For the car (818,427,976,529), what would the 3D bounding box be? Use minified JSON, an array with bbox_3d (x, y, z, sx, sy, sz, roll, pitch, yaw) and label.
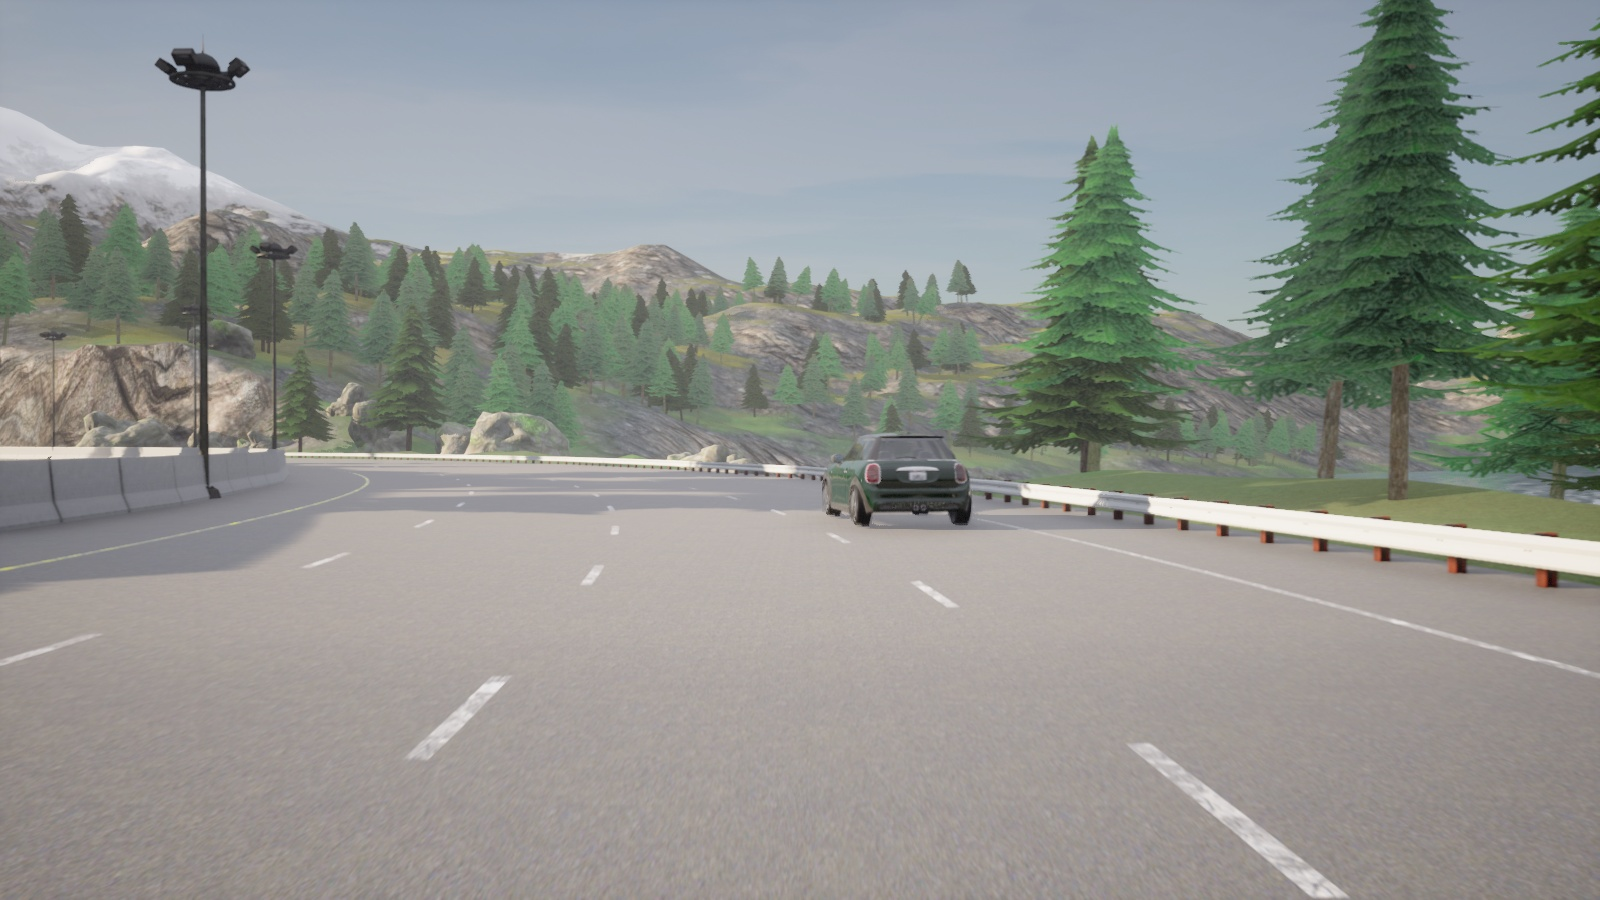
[{"bbox_3d":[1.733,0.470,24.150,2.097,1.767,4.553,0,0,-8],"label":"car"}]
